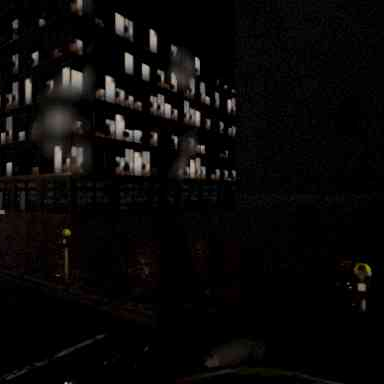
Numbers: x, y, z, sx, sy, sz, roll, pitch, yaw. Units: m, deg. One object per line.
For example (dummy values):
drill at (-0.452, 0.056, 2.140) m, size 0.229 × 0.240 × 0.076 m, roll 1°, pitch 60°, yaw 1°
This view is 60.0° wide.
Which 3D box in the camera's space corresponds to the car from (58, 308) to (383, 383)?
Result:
car at (0.856, 1.564, 2.272) m, size 4.313 × 1.339 × 1.947 m, roll 0°, pitch 0°, yaw 36°
